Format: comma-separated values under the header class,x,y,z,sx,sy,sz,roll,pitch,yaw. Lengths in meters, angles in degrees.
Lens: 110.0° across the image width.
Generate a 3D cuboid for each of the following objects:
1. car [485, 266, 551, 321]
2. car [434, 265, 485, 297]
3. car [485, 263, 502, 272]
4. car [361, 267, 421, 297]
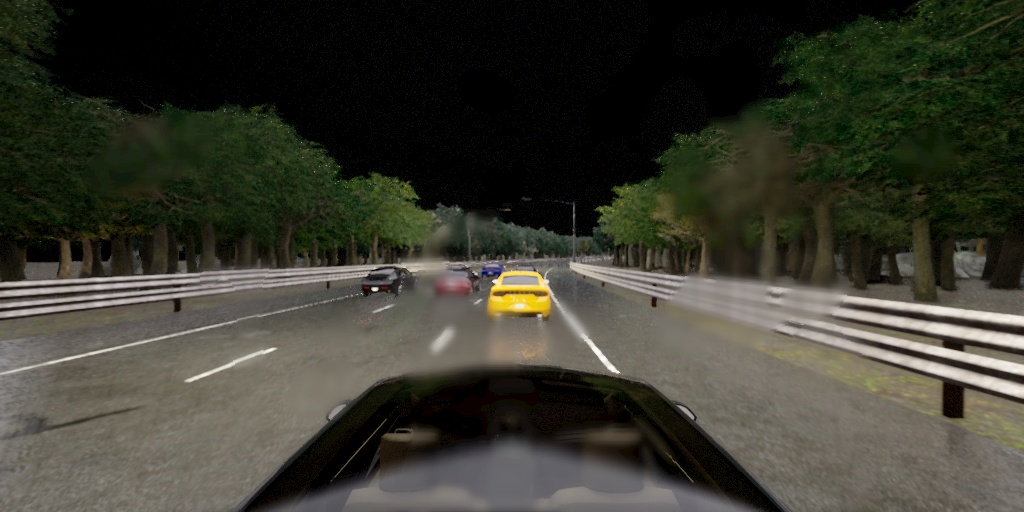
class,x,y,z,sx,sy,sz,roll,pitch,yaw
car,0.310,1.284,12.759,1.882,1.535,5.008,0,0,2
car,-2.906,1.410,19.900,1.994,1.385,4.181,0,0,3
car,-1.804,1.435,36.098,1.882,1.535,5.008,0,0,5
car,-6.429,1.347,19.508,1.837,1.490,4.892,0,0,3
